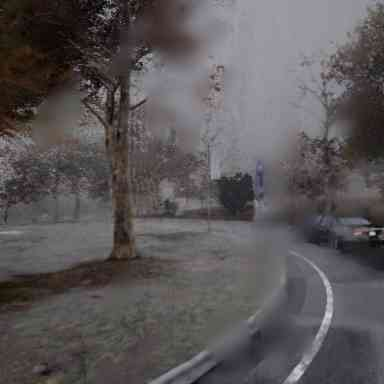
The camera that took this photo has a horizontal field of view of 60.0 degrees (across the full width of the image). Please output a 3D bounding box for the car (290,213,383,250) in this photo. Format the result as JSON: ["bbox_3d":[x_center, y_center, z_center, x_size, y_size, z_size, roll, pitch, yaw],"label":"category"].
[{"bbox_3d":[6.509,1.693,15.268,2.033,1.411,5.357,-1,-1,-10],"label":"car"}]
